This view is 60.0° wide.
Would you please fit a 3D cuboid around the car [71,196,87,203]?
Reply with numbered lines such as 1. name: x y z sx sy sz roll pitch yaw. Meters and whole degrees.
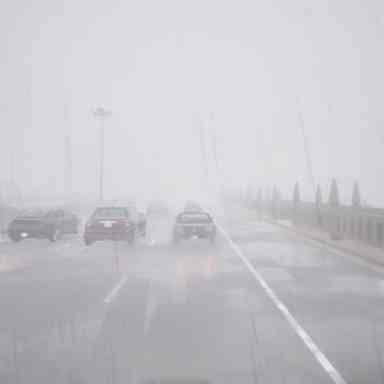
1. car: -21.004 1.513 62.272 1.837 1.490 4.892 0 0 0

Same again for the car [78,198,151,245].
1. car: -3.398 1.354 15.575 2.097 1.767 4.553 0 0 0

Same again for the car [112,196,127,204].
1. car: -13.986 1.565 64.296 1.994 1.385 4.181 0 0 0

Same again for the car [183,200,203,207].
1. car: 0.094 1.530 34.023 1.812 1.442 4.674 0 0 0

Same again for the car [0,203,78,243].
1. car: -6.897 1.507 16.091 1.837 1.490 4.892 0 0 0

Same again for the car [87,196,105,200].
1. car: -17.508 1.487 62.478 1.882 1.535 5.008 0 0 0

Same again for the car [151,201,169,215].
1. car: -3.393 1.568 33.609 1.994 1.385 4.181 0 0 0

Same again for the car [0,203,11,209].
1. car: -14.093 1.494 22.963 2.128 1.511 4.902 0 0 0

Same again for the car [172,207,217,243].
1. car: 0.103 1.603 16.146 1.895 1.301 4.718 0 0 0
